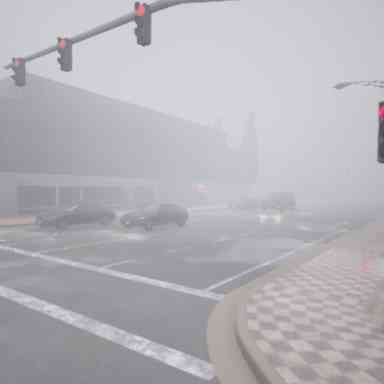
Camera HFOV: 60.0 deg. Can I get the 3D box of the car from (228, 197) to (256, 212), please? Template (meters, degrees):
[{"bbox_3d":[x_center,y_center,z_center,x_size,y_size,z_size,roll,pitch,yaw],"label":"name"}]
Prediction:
[{"bbox_3d":[5.697,1.259,36.134,2.128,1.511,4.902,1,1,36],"label":"car"}]

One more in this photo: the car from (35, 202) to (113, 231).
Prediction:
[{"bbox_3d":[-6.520,1.293,19.083,1.812,1.442,4.674,1,1,36],"label":"car"}]

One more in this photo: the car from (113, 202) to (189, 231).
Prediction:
[{"bbox_3d":[-2.018,1.343,19.398,1.812,1.442,4.674,1,1,36],"label":"car"}]

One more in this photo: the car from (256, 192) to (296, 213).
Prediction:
[{"bbox_3d":[9.170,1.039,34.964,2.150,2.045,5.566,1,1,36],"label":"car"}]
